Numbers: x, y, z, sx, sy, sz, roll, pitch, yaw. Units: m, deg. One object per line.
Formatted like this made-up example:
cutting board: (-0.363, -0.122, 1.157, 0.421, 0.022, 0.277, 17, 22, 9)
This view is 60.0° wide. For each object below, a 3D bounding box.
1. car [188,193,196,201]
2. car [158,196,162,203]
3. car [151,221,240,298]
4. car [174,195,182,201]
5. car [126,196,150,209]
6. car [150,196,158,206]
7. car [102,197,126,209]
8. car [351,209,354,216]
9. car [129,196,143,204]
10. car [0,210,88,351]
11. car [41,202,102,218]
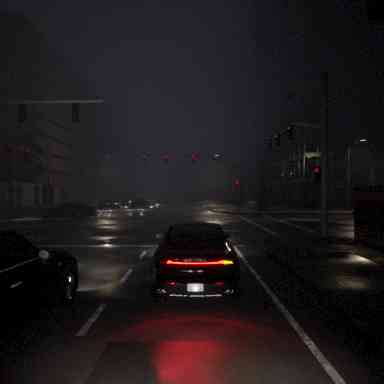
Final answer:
car: (0.003, 1.225, 84.536, 2.150, 2.045, 5.566, 0, 0, 1)
car: (-7.215, 1.491, 66.963, 2.128, 1.511, 4.902, 0, 0, 1)
car: (0.082, 1.505, 8.518, 1.837, 1.490, 4.892, 0, 0, 0)
car: (-3.499, 1.553, 84.312, 1.994, 1.385, 4.181, 0, 0, 1)
car: (-7.456, 1.505, 46.467, 1.837, 1.490, 4.892, 0, 0, 0)
car: (-7.390, 1.478, 56.536, 1.882, 1.535, 5.008, 0, 0, 1)
car: (-10.925, 1.547, 44.579, 2.033, 1.411, 5.357, 0, 0, 3)
car: (15.978, 1.656, 27.741, 4.718, 1.301, 1.895, 0, 0, 0)
car: (-10.761, 1.526, 64.596, 1.812, 1.442, 4.674, 0, 0, 1)
car: (-3.445, 1.352, 5.196, 2.097, 1.767, 4.553, 0, 0, 0)
car: (-10.321, 1.553, 27.798, 4.674, 1.442, 1.812, 0, 0, 0)
